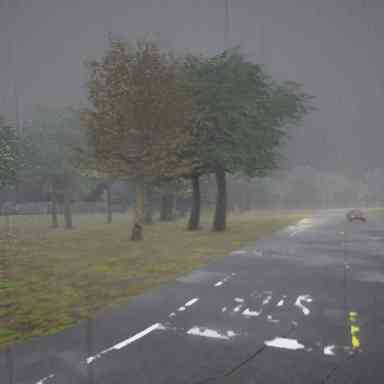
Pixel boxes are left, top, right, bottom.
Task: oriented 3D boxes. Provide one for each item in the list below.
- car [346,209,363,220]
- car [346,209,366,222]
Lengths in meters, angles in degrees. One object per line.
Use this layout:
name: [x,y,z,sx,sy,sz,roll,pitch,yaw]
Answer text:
car: [23.339,3.185,47.871,1.994,1.385,4.181,-2,-2,24]
car: [20.589,2.988,41.559,2.033,1.411,5.357,-2,-2,23]
